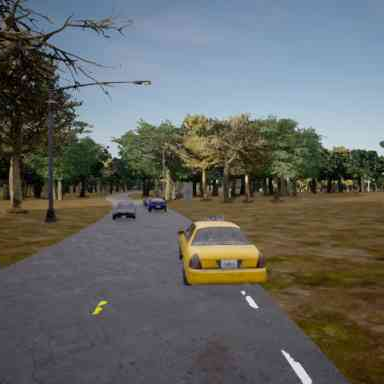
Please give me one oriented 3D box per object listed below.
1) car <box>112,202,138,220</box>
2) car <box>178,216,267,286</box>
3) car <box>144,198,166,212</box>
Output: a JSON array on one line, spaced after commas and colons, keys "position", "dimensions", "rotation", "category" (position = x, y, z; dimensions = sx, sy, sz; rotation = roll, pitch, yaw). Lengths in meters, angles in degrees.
[{"position": [-5.529, 1.511, 27.694], "dimensions": [2.033, 1.411, 5.357], "rotation": [0, 0, -8], "category": "car"}, {"position": [0.584, 1.447, 9.388], "dimensions": [1.801, 1.575, 5.366], "rotation": [0, 0, -4], "category": "car"}, {"position": [-4.056, 1.399, 37.890], "dimensions": [1.882, 1.535, 5.008], "rotation": [0, 0, -11], "category": "car"}]
